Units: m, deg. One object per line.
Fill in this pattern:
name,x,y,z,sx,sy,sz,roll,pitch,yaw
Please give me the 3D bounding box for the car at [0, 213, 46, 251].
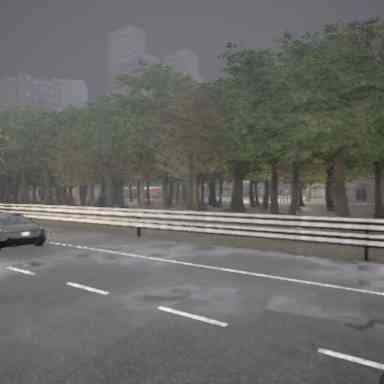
car,-7.973,1.572,13.863,4.181,1.385,1.994,0,0,36
